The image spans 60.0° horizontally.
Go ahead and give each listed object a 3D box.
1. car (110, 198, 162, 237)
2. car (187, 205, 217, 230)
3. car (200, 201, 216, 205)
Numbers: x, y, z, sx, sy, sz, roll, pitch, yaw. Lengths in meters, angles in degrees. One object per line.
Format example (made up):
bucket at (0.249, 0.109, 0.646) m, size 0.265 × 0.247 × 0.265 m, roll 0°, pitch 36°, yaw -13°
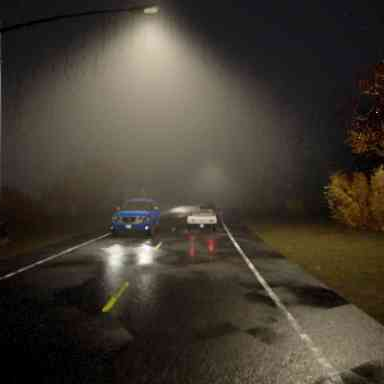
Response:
car at (-3.129, 1.423, 19.786) m, size 2.150 × 2.045 × 5.566 m, roll 0°, pitch 0°, yaw 3°
car at (0.711, 1.837, 22.901) m, size 1.895 × 1.301 × 4.718 m, roll 0°, pitch -1°, yaw 3°
car at (1.962, 1.914, 41.425) m, size 2.128 × 1.511 × 4.902 m, roll 0°, pitch 0°, yaw 5°
